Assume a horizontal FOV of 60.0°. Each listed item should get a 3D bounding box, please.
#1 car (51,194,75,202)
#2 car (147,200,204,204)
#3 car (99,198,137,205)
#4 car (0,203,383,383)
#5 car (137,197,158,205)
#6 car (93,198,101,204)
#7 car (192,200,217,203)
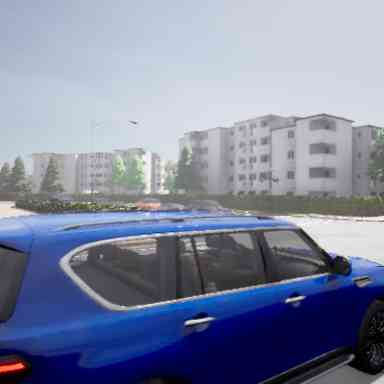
[{"bbox_3d":[-20.212,1.330,52.048,2.150,2.045,5.566,1,-1,-40],"label":"car"},{"bbox_3d":[-1.423,1.629,26.180,1.812,1.442,4.674,1,0,-36],"label":"car"},{"bbox_3d":[-7.888,1.669,35.214,1.994,1.385,4.181,1,0,-36],"label":"car"},{"bbox_3d":[0.311,1.240,3.994,5.566,2.045,2.150,1,0,-35],"label":"car"},{"bbox_3d":[-4.426,1.482,36.392,2.097,1.767,4.553,1,0,-36],"label":"car"},{"bbox_3d":[-13.000,1.636,48.283,1.837,1.490,4.892,1,0,-36],"label":"car"},{"bbox_3d":[1.368,1.481,28.300,2.097,1.767,4.553,1,0,-36],"label":"car"}]
